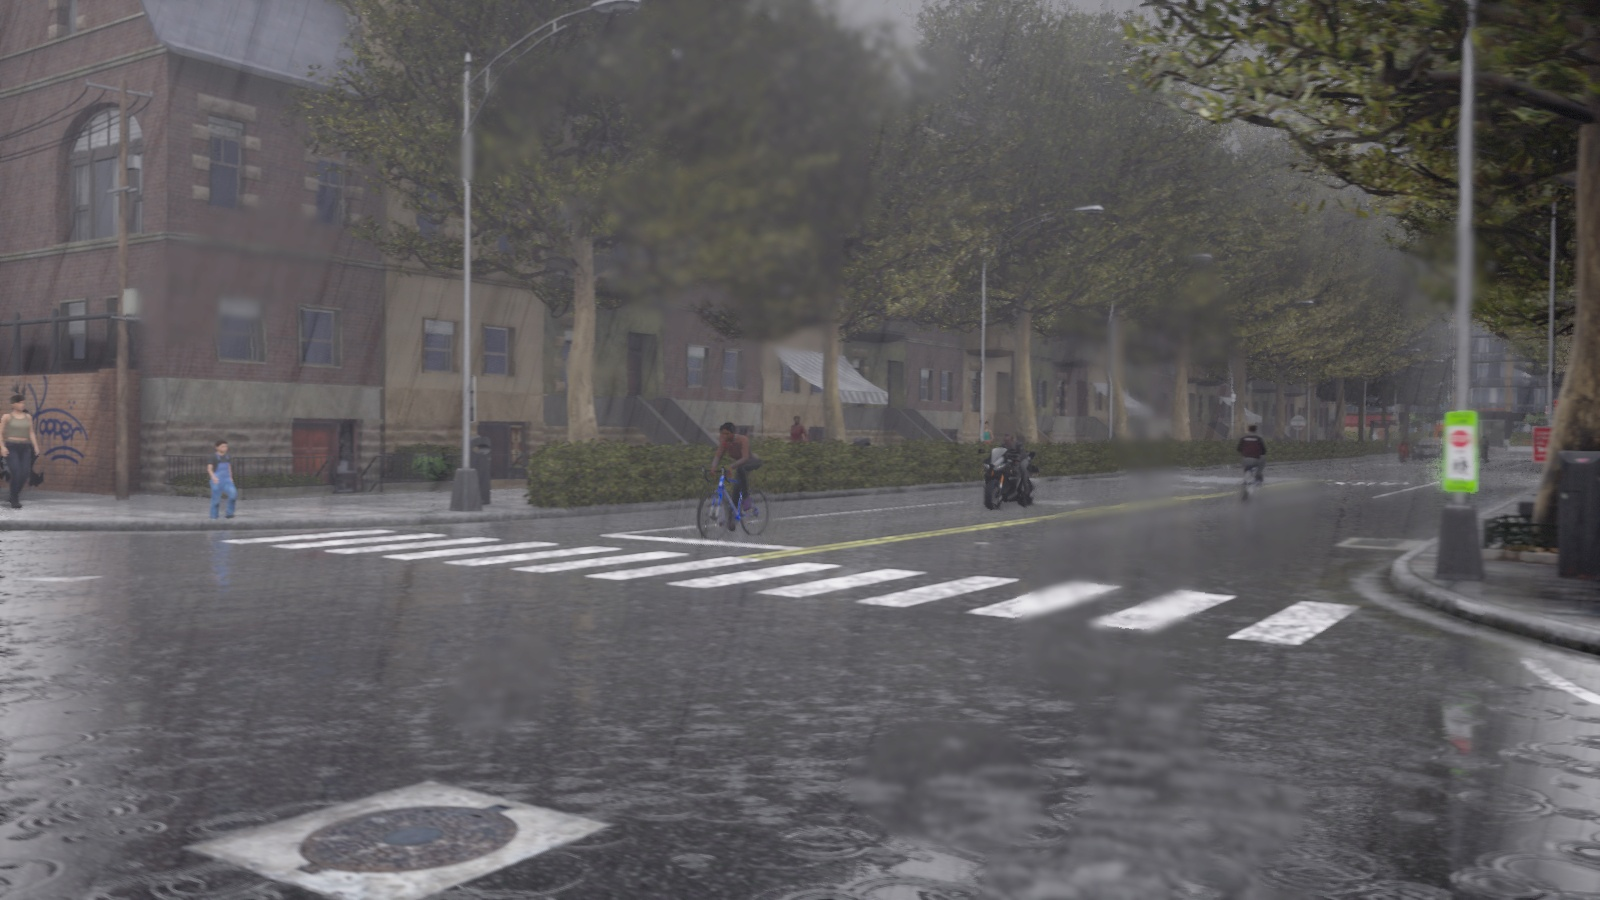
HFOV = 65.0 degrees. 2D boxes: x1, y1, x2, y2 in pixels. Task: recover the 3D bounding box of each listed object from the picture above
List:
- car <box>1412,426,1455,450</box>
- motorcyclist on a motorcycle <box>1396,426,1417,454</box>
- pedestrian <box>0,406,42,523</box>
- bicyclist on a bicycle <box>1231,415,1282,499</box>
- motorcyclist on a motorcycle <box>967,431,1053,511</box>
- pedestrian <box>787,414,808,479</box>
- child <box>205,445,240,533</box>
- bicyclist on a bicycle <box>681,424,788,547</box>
[{"bbox_3d":[40.851,-0.797,80.942,2.007,1.525,4.514,0,1,33],"label":"car"},{"bbox_3d":[34.153,-0.561,70.739,0.797,1.523,2.044,0,1,33],"label":"motorcyclist on a motorcycle"},{"bbox_3d":[-12.459,0.227,20.036,0.594,1.836,0.345,0,1,30],"label":"pedestrian"},{"bbox_3d":[10.079,0.133,27.690,0.659,1.776,1.843,0,1,33],"label":"bicyclist on a bicycle"},{"bbox_3d":[4.233,0.385,25.163,0.866,1.530,2.191,0,1,33],"label":"motorcyclist on a motorcycle"},{"bbox_3d":[-0.063,-0.099,35.747,0.331,1.846,0.636,0,1,27],"label":"pedestrian"},{"bbox_3d":[-8.418,0.562,18.299,0.437,1.263,0.270,0,1,37],"label":"child"},{"bbox_3d":[-0.886,0.455,17.390,0.582,1.620,1.656,0,1,34],"label":"bicyclist on a bicycle"}]
